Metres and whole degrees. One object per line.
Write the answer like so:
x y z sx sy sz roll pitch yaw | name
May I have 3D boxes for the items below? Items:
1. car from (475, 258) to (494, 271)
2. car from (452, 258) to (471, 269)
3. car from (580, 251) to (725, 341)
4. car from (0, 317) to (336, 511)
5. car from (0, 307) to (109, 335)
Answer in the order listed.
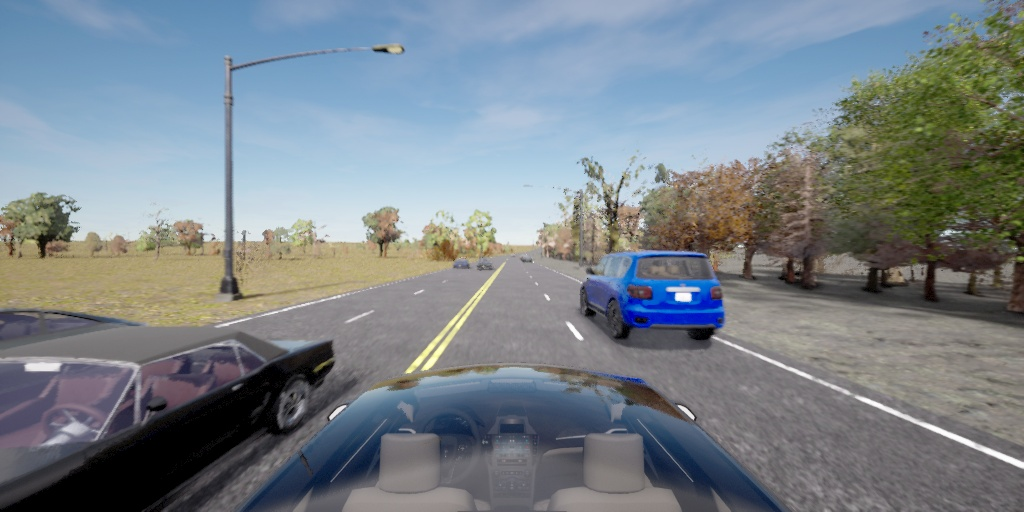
-3.291 0.963 43.572 1.837 1.490 4.892 0 1 0 | car
-6.525 0.992 46.882 1.994 1.385 4.181 0 1 0 | car
3.387 0.903 9.794 2.150 2.045 5.566 0 0 0 | car
-3.351 1.345 2.697 1.895 1.301 4.718 0 0 0 | car
-6.598 1.296 3.945 1.994 1.385 4.181 0 0 0 | car
